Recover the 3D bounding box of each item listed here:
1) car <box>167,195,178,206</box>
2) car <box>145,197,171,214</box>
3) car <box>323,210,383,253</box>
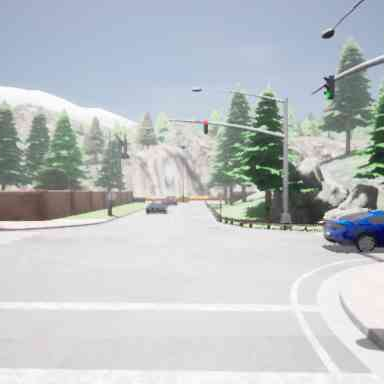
[{"bbox_3d":[-3.503,1.329,55.387,2.097,1.767,4.553,0,0,0],"label":"car"},{"bbox_3d":[-3.596,1.550,34.447,1.994,1.385,4.181,0,0,0],"label":"car"},{"bbox_3d":[7.832,1.490,13.183,5.008,1.535,1.882,0,0,-1],"label":"car"}]
